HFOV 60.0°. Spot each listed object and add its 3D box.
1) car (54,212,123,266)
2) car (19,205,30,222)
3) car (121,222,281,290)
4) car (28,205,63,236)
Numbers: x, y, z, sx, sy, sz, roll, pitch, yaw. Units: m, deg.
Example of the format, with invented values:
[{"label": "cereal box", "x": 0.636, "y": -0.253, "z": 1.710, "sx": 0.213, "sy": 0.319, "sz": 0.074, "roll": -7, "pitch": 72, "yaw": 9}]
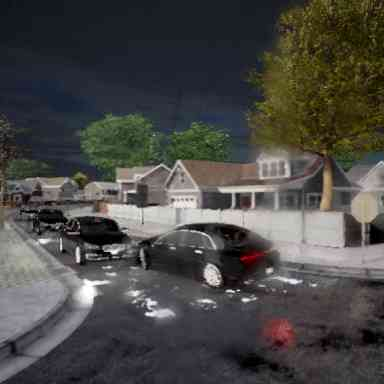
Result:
[{"label": "car", "x": -3.715, "y": 1.694, "z": 12.597, "sx": 1.837, "sy": 1.490, "sz": 4.892, "roll": 1, "pitch": -1, "yaw": -32}, {"label": "car", "x": -15.430, "y": 1.982, "z": 31.822, "sx": 2.128, "sy": 1.511, "sz": 4.902, "roll": 1, "pitch": -1, "yaw": -30}, {"label": "car", "x": 0.174, "y": 1.664, "z": 9.636, "sx": 1.837, "sy": 1.490, "sz": 4.892, "roll": -7, "pitch": 4, "yaw": -43}, {"label": "car", "x": -8.981, "y": 1.827, "z": 21.100, "sx": 1.837, "sy": 1.490, "sz": 4.892, "roll": 1, "pitch": -1, "yaw": -32}]
